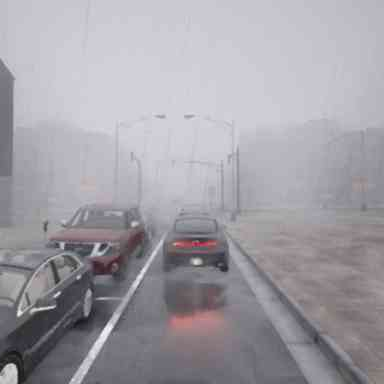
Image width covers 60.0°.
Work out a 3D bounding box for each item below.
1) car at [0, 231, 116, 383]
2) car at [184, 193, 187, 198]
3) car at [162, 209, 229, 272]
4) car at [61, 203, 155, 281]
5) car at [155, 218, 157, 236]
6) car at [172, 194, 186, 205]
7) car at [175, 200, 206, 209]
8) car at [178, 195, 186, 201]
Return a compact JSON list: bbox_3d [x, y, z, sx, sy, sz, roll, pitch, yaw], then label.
[{"bbox_3d":[-2.619,1.550,4.574,2.008,1.369,4.403,1,0,0],"label":"car"},{"bbox_3d":[-2.617,1.635,81.262,1.802,1.307,4.206,1,0,0],"label":"car"},{"bbox_3d":[0.101,1.504,10.789,1.837,1.490,4.892,0,0,0],"label":"car"},{"bbox_3d":[-2.613,1.315,10.109,2.192,1.841,5.009,1,0,0],"label":"car"},{"bbox_3d":[-2.618,1.551,15.643,2.008,1.369,4.403,1,0,0],"label":"car"},{"bbox_3d":[-2.617,1.592,59.133,1.947,1.339,4.313,1,0,0],"label":"car"},{"bbox_3d":[0.104,1.480,20.881,1.882,1.535,5.008,0,0,0],"label":"car"},{"bbox_3d":[-2.613,1.502,86.795,1.967,1.590,4.097,1,0,0],"label":"car"}]
